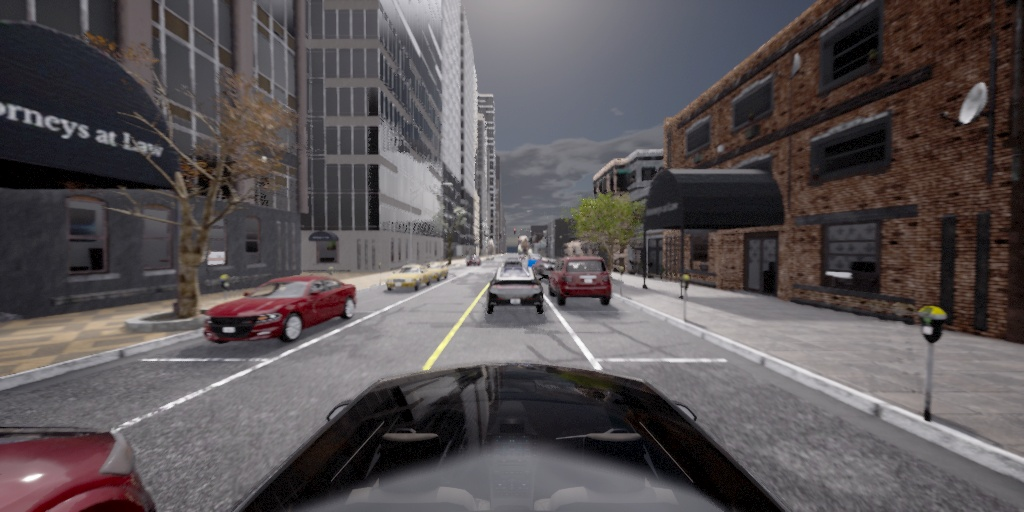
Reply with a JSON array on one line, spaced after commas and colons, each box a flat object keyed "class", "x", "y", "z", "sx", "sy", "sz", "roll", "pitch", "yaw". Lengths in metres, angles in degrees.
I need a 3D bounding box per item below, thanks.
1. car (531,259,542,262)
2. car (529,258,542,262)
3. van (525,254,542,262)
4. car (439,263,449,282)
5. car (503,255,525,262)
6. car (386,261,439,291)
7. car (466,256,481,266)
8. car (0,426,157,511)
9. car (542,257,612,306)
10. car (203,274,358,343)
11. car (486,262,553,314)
[{"class": "car", "x": 2.698, "y": 1.077, "z": 26.056, "sx": 1.948, "sy": 1.339, "sz": 4.313, "roll": 0, "pitch": 0, "yaw": 0}, {"class": "car", "x": 2.700, "y": 1.039, "z": 31.590, "sx": 1.802, "sy": 1.307, "sz": 4.207, "roll": 0, "pitch": 0, "yaw": 0}, {"class": "van", "x": 2.704, "y": 0.689, "z": 42.658, "sx": 1.690, "sy": 1.789, "sz": 3.998, "roll": 0, "pitch": 0, "yaw": 0}, {"class": "car", "x": -5.683, "y": 1.037, "z": 25.901, "sx": 1.751, "sy": 1.417, "sz": 4.829, "roll": 0, "pitch": 0, "yaw": 0}, {"class": "car", "x": 0.113, "y": 0.909, "z": 36.878, "sx": 1.837, "sy": 1.490, "sz": 4.892, "roll": 0, "pitch": 0, "yaw": 0}, {"class": "car", "x": -5.685, "y": 1.091, "z": 20.367, "sx": 1.751, "sy": 1.417, "sz": 4.829, "roll": 0, "pitch": 0, "yaw": 0}, {"class": "car", "x": -5.673, "y": 0.680, "z": 53.744, "sx": 1.967, "sy": 1.591, "sz": 4.097, "roll": 0, "pitch": 0, "yaw": 0}, {"class": "car", "x": -3.100, "y": 1.328, "z": 0.336, "sx": 1.994, "sy": 1.385, "sz": 4.181, "roll": 0, "pitch": 1, "yaw": 0}, {"class": "car", "x": 2.694, "y": 0.934, "z": 14.988, "sx": 2.192, "sy": 1.841, "sz": 5.009, "roll": 0, "pitch": 0, "yaw": 0}, {"class": "car", "x": -5.689, "y": 1.220, "z": 9.467, "sx": 1.888, "sy": 1.381, "sz": 4.507, "roll": 0, "pitch": 0, "yaw": 0}, {"class": "car", "x": 0.103, "y": 1.129, "z": 13.192, "sx": 2.128, "sy": 1.511, "sz": 4.902, "roll": 0, "pitch": 1, "yaw": 0}]
